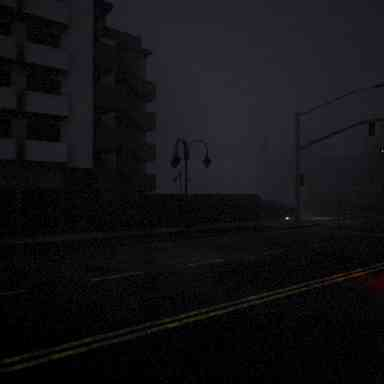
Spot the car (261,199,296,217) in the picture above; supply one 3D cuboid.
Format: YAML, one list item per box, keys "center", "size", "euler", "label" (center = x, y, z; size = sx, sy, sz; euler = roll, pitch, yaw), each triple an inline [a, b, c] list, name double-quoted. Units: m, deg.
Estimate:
- center: [7.834, 1.478, 32.203]
  size: [1.882, 1.535, 5.008]
  euler: [0, 0, -38]
  label: "car"
